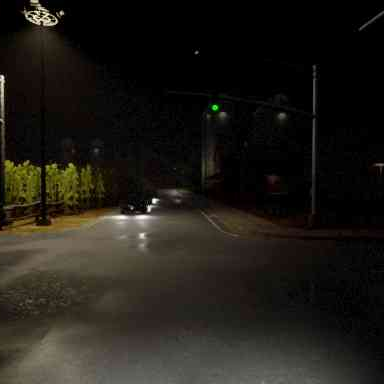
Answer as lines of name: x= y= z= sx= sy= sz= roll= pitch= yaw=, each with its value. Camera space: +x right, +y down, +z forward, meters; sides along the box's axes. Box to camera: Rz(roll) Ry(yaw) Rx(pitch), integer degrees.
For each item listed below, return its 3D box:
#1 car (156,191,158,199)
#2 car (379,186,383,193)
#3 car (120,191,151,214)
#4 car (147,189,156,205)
car: x=-6.527 y=0.235 z=53.409 sx=2.128 sy=1.511 sz=4.902 roll=0 pitch=1 yaw=-4
car: x=43.264 y=-0.622 z=74.040 sx=1.905 sy=1.878 sz=3.866 roll=9 pitch=9 yaw=42
car: x=-4.599 y=0.896 z=26.922 sx=1.837 sy=1.490 sz=4.892 roll=0 pitch=1 yaw=-4
car: x=-5.370 y=0.686 z=37.196 sx=2.033 sy=1.411 sz=5.357 roll=0 pitch=1 yaw=-5
